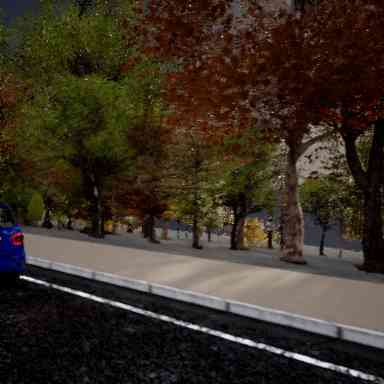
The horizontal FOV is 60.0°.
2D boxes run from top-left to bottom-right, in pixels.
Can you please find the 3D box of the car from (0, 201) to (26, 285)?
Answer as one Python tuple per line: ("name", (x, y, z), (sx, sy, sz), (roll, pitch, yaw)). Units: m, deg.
("car", (-6.330, 1.201, 8.198), (5.566, 2.045, 2.150), (0, 0, 35))
